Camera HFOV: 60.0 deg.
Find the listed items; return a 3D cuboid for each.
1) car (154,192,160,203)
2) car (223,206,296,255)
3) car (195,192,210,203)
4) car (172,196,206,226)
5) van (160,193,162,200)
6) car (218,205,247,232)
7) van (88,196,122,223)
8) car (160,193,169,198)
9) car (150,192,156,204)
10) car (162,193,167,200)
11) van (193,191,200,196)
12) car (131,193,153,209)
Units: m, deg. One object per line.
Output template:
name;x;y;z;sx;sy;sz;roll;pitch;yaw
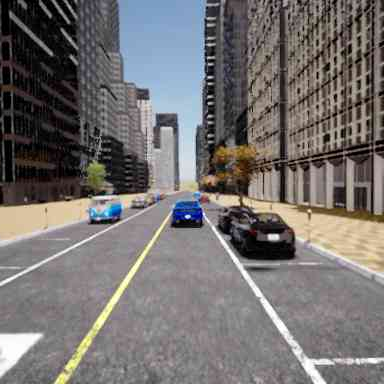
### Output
car;-6.507;1.140;51.647;1.887;1.381;4.507;-2;0;-1
car;2.503;1.419;12.411;1.947;1.339;4.313;-2;1;-1
car;1.873;1.089;51.781;1.802;1.307;4.206;-2;0;-1
car;-0.308;1.274;21.907;1.882;1.535;5.008;-1;1;-1
van;-6.602;0.891;57.268;1.690;1.788;3.998;-2;0;-1
car;2.413;1.366;18.035;1.947;1.339;4.313;-2;1;-1
van;-6.062;1.179;23.524;1.690;1.788;3.998;-2;1;-1
car;-7.047;0.878;85.392;2.008;1.369;4.403;-2;0;-1
car;-6.415;1.169;45.853;1.752;1.417;4.829;-2;1;-1
car;-6.777;1.003;68.519;1.887;1.381;4.507;-2;0;-1
van;1.325;0.580;85.524;1.690;1.788;3.998;-2;0;-1
car;-6.327;1.240;40.398;2.008;1.369;4.403;-2;1;-1
